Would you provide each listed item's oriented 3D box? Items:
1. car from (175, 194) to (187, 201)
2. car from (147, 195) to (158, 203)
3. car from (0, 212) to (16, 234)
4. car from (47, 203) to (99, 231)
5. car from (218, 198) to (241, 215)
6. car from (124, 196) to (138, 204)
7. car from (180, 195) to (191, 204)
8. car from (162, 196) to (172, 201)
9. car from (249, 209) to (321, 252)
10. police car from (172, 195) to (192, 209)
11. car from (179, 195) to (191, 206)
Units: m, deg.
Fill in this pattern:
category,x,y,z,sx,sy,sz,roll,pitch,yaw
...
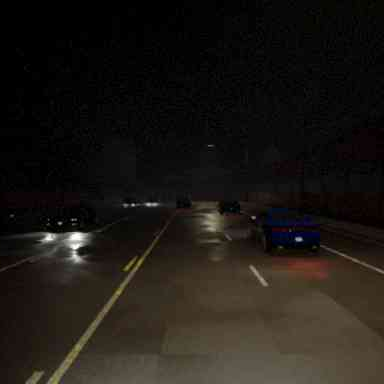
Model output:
category,x,y,z,sx,sy,sz,roll,pitch,yaw
car,-2.561,1.300,77.565,1.994,1.385,4.181,0,-2,-15
car,-7.470,1.276,62.723,2.128,1.511,4.902,0,0,-4
car,-10.600,1.493,15.982,2.033,1.411,5.357,0,0,0
car,-7.098,1.436,20.302,1.837,1.490,4.892,0,0,0
car,3.601,1.366,32.694,1.882,1.535,5.008,0,0,0
car,-10.693,1.356,58.259,1.994,1.385,4.181,0,0,-1
car,-1.114,1.282,57.724,1.882,1.535,5.008,0,0,-2
car,-6.843,1.886,91.826,1.895,1.301,4.718,0,-2,-21
car,3.600,1.430,13.678,1.882,1.535,5.008,0,0,0
police car,-1.049,1.283,41.806,1.930,1.638,5.238,0,0,0
car,-1.048,1.302,51.699,1.882,1.535,5.008,0,0,0
